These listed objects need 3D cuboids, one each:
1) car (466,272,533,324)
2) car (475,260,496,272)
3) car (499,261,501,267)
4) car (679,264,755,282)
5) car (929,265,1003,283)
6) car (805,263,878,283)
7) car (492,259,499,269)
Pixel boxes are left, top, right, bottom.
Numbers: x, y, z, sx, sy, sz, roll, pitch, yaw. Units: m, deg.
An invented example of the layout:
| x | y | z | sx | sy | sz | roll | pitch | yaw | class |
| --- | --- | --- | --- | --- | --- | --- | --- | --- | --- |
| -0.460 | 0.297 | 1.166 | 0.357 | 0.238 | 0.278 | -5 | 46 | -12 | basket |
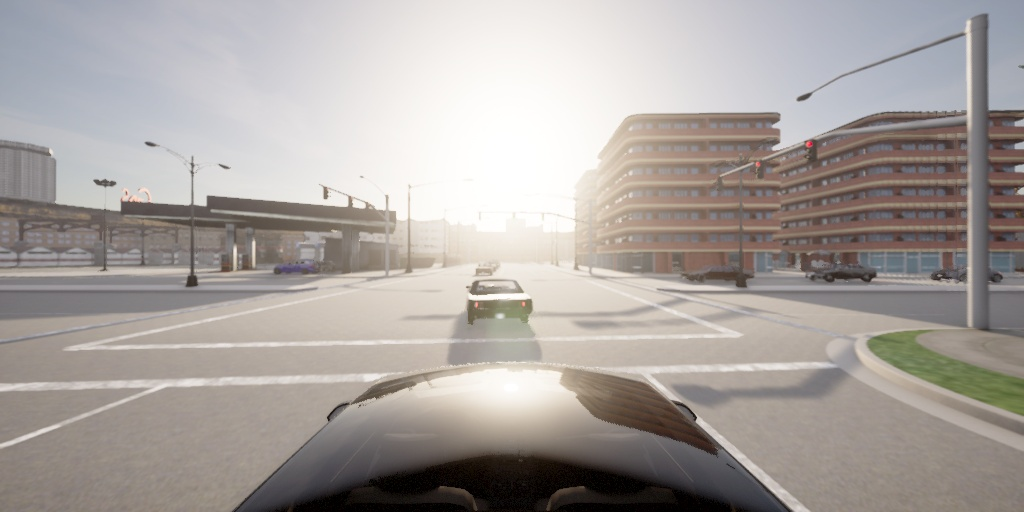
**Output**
| x | y | z | sx | sy | sz | roll | pitch | yaw | class |
| --- | --- | --- | --- | --- | --- | --- | --- | --- | --- |
| -0.624 | 1.385 | 12.192 | 1.895 | 1.301 | 4.718 | 0 | 0 | -8 | car |
| -3.124 | 1.479 | 40.592 | 1.895 | 1.301 | 4.718 | 0 | 0 | -1 | car |
| -3.248 | 1.544 | 60.431 | 1.895 | 1.301 | 4.718 | 0 | 0 | -1 | car |
| 16.586 | 1.389 | 29.107 | 5.357 | 1.411 | 2.033 | 0 | 0 | 0 | car |
| 36.541 | 1.406 | 28.959 | 4.181 | 1.385 | 1.994 | 0 | 0 | 0 | car |
| 26.537 | 1.333 | 29.031 | 4.902 | 1.511 | 2.128 | 0 | 0 | 0 | car |
| -3.231 | 1.474 | 50.507 | 1.994 | 1.385 | 4.181 | 0 | 0 | 0 | car |
